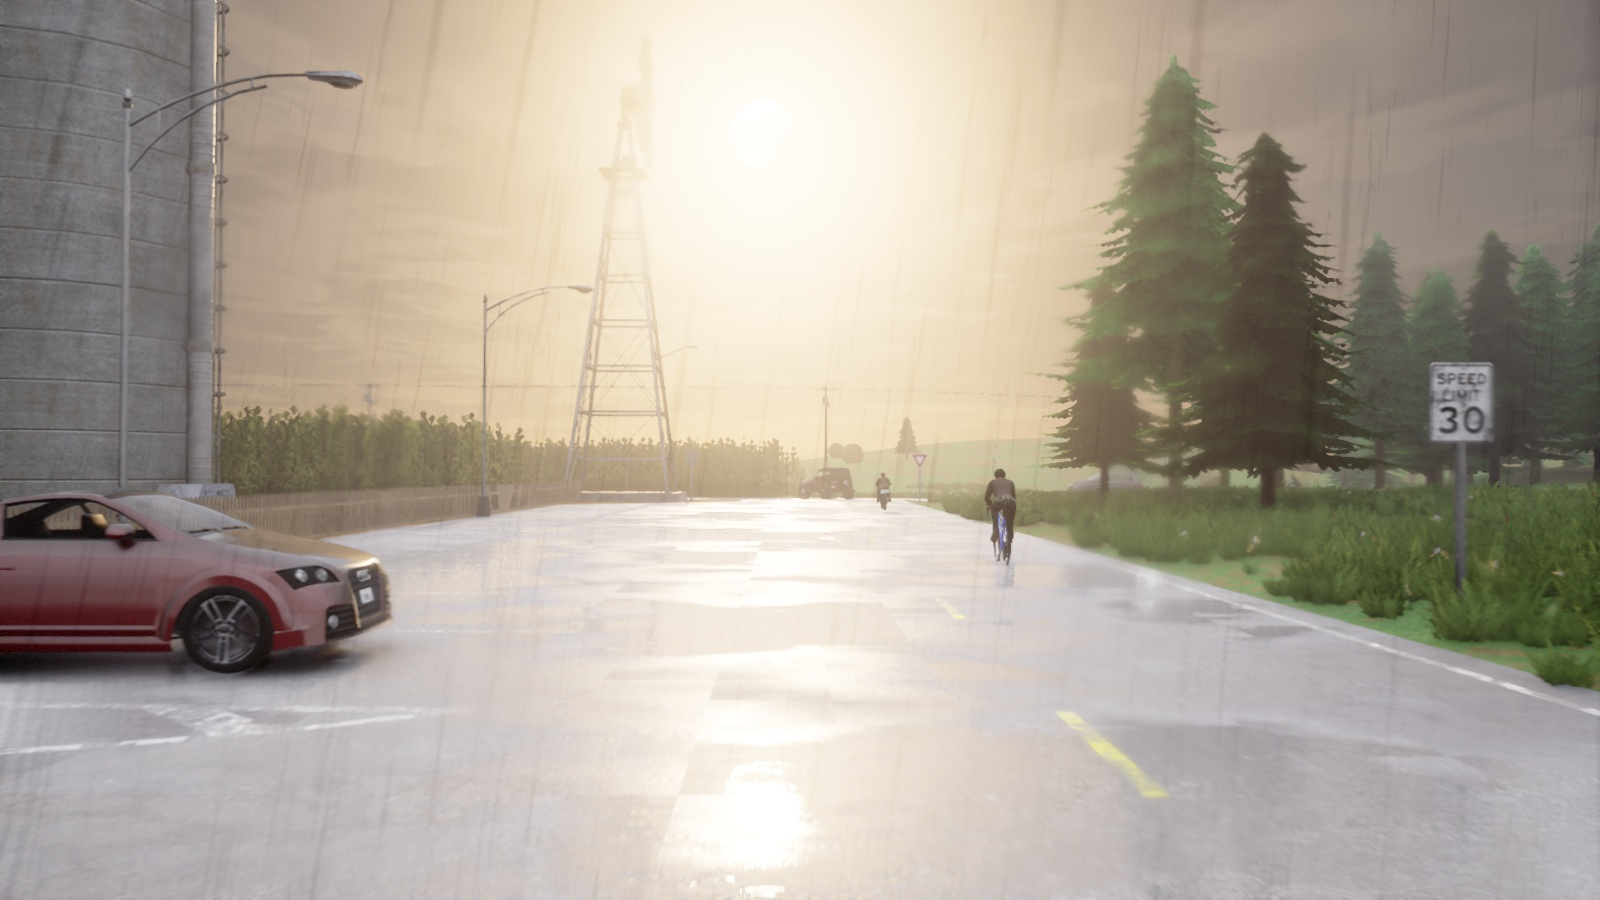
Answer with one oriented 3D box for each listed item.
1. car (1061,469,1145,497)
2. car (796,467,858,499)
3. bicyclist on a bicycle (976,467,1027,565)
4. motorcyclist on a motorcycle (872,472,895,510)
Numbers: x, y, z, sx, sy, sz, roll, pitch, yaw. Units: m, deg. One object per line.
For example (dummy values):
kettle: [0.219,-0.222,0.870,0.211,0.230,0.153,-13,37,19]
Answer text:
car: [18.771,2.027,77.883,4.611,1.667,2.242,0,-1,-1]
car: [1.583,1.963,74.390,1.905,1.878,3.866,1,-2,-31]
bicyclist on a bicycle: [3.447,1.115,21.590,0.582,1.620,1.656,0,-1,0]
motorcyclist on a motorcycle: [3.377,1.635,50.859,0.797,1.523,2.044,0,-1,0]
